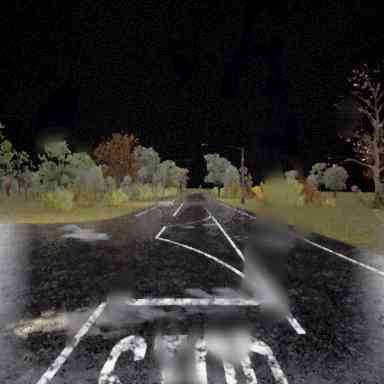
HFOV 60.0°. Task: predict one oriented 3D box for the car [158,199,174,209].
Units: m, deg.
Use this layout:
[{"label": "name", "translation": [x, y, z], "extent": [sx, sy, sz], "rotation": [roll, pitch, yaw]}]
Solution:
[{"label": "car", "translation": [-3.452, 1.547, 44.801], "extent": [1.895, 1.301, 4.718], "rotation": [0, 0, 0]}]
